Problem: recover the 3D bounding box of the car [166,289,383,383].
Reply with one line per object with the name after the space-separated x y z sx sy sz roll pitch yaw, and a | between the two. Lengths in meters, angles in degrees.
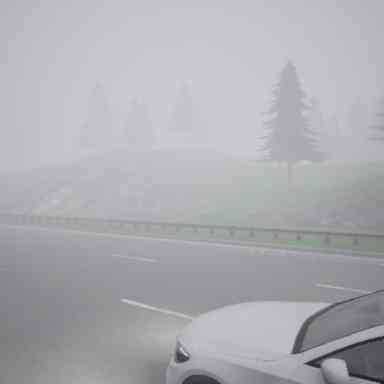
1.930 1.524 2.617 4.674 1.442 1.812 -1 0 35 | car
